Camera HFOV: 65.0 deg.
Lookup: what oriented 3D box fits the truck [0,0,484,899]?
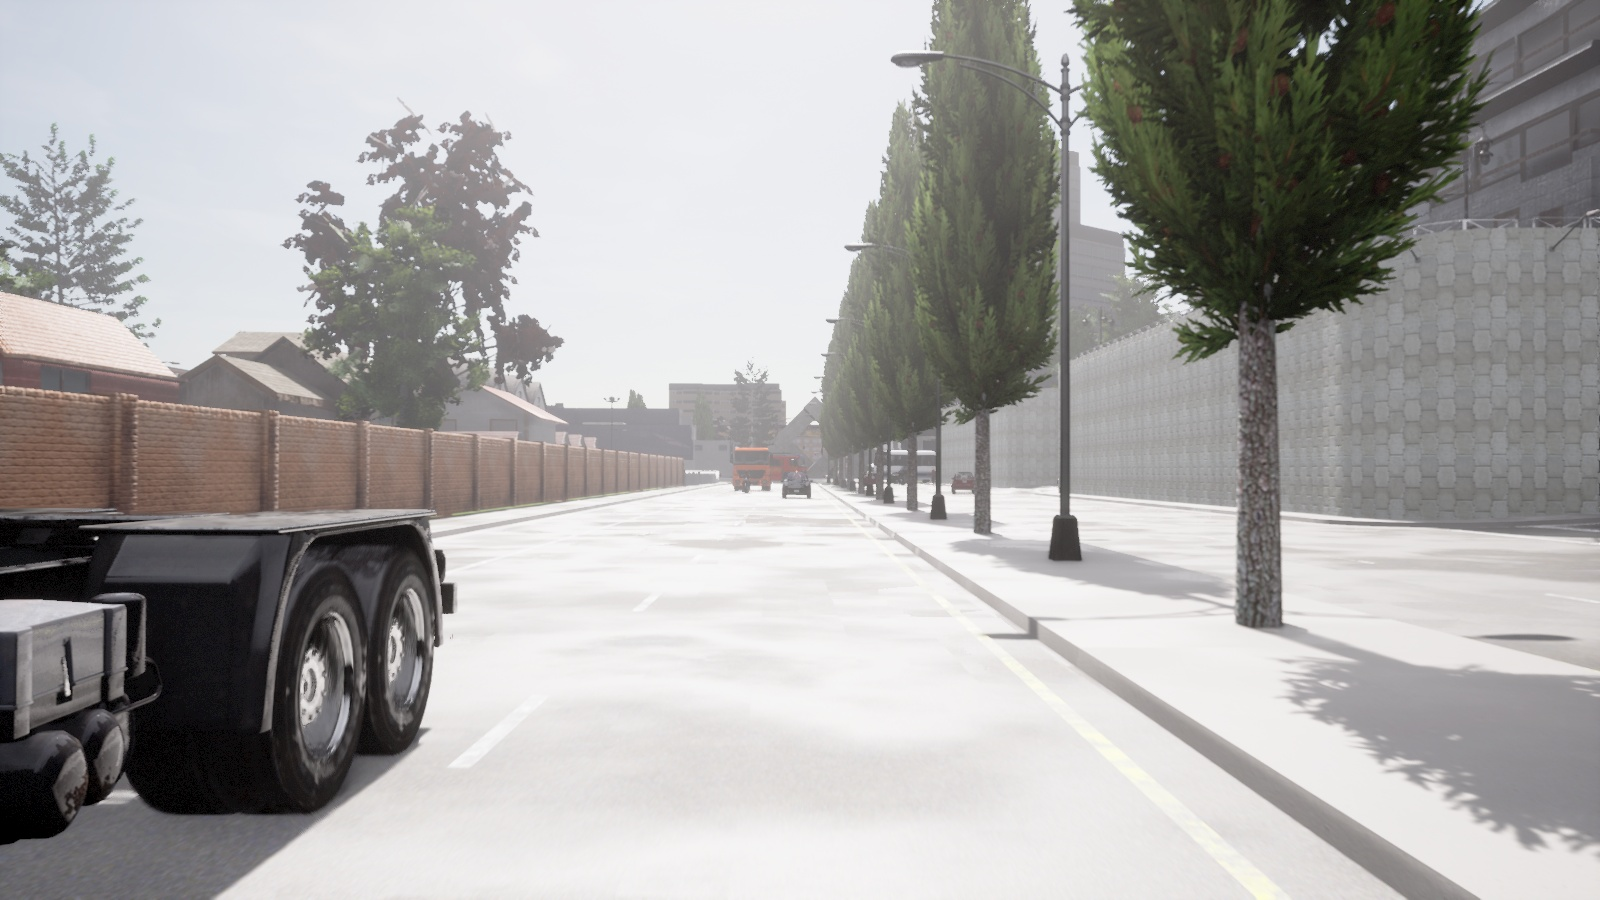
[{"bbox_3d":[-3.515,-0.082,4.281,2.891,3.462,7.936,0,-1,0],"label":"truck"}]

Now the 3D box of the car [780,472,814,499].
[{"bbox_3d":[-0.174,2.032,71.819,1.845,1.501,3.633,0,-1,0],"label":"car"}]

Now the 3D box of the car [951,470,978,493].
[{"bbox_3d":[11.606,2.221,88.775,1.789,1.549,3.705,-1,0,7],"label":"car"}]
